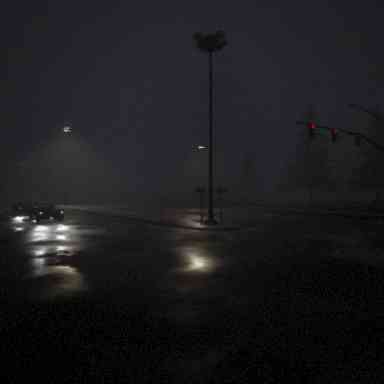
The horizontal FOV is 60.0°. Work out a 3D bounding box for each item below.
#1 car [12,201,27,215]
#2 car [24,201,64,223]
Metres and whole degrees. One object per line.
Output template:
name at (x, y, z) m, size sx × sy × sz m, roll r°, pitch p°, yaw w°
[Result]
car at (-17.055, 1.593, 33.991) m, size 1.895 × 1.301 × 4.718 m, roll 0°, pitch 0°, yaw -34°
car at (-11.377, 1.593, 25.801) m, size 1.895 × 1.301 × 4.718 m, roll 0°, pitch 0°, yaw -35°
